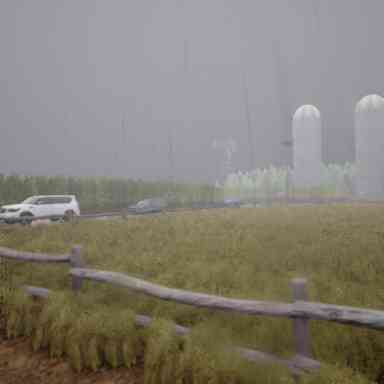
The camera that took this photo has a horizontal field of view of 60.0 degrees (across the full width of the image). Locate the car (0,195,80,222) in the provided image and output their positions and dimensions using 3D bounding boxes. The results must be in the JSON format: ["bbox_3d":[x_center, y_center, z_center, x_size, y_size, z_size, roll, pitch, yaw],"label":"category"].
[{"bbox_3d":[-10.958,1.259,24.323,2.150,2.045,5.566,-1,-1,36],"label":"car"}]

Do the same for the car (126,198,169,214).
[{"bbox_3d":[-4.419,1.480,33.440,2.097,1.767,4.553,-1,-1,36],"label":"car"}]

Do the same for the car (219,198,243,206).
[{"bbox_3d":[5.511,1.677,47.144,1.882,1.535,5.008,-1,0,36],"label":"car"}]
